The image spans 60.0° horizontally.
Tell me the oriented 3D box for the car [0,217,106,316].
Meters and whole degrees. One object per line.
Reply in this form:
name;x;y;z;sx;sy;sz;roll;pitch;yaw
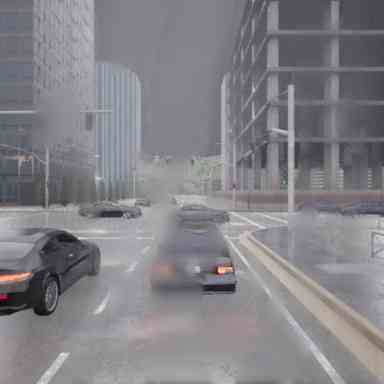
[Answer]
car;-3.457;1.525;7.382;1.812;1.442;4.674;0;0;0

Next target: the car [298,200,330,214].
car;12.964;1.506;33.698;4.181;1.385;1.994;0;0;0

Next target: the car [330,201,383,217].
car;15.833;1.489;30.215;5.357;1.411;2.033;0;0;0

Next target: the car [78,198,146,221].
car;-6.409;1.460;26.249;4.902;1.511;2.128;0;0;-1

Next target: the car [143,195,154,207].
car;-7.212;1.560;49.157;1.994;1.385;4.181;0;0;0

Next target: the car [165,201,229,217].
car;0.454;1.531;22.867;4.181;1.385;1.994;0;0;-1

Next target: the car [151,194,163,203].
car;-7.170;1.346;68.298;2.097;1.767;4.553;0;0;0

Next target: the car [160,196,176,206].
car;-3.511;1.543;54.414;2.033;1.411;5.357;0;0;0

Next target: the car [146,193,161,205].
car;-7.215;1.217;58.476;2.150;2.045;5.566;0;0;0

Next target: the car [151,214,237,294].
car;0.050;1.547;8.900;2.033;1.411;5.357;0;0;0
